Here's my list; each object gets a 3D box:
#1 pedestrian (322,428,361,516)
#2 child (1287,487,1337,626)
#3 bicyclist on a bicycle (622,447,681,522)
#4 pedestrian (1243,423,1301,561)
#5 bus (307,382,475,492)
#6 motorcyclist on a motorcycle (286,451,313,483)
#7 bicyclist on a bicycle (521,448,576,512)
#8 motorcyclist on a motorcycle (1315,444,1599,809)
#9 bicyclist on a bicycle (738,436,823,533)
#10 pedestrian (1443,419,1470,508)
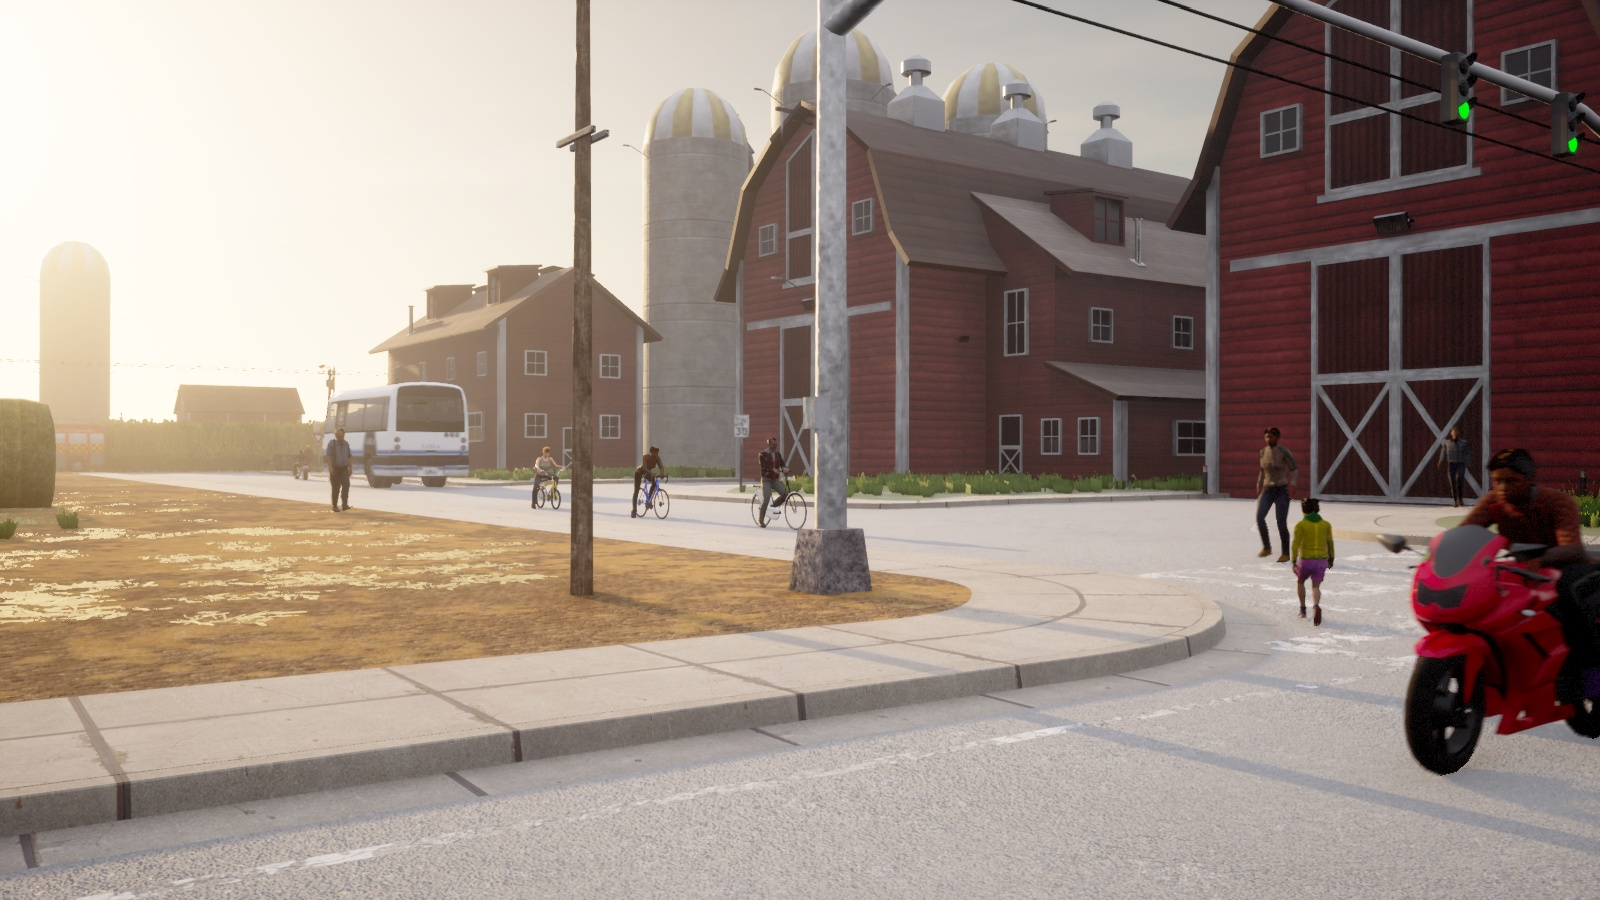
[{"bbox_3d":[-9.786,0.456,26.810,0.694,1.848,0.540,0,0,44],"label":"pedestrian"},{"bbox_3d":[4.445,0.911,10.916,0.299,1.160,0.473,0,0,8],"label":"child"},{"bbox_3d":[-3.331,0.747,28.083,0.582,1.620,1.656,0,0,-36],"label":"bicyclist on a bicycle"},{"bbox_3d":[6.297,0.548,16.752,0.869,1.805,0.328,0,0,-39],"label":"pedestrian"},{"bbox_3d":[-17.791,-0.485,54.037,3.944,4.253,10.273,0,0,-36],"label":"bus"},{"bbox_3d":[-26.109,0.884,65.534,0.766,1.649,2.350,0,0,-36],"label":"motorcyclist on a motorcycle"},{"bbox_3d":[-6.515,0.748,32.483,0.866,1.612,1.509,0,0,-36],"label":"bicyclist on a bicycle"},{"bbox_3d":[3.497,0.735,6.137,2.044,1.523,0.797,0,0,-33],"label":"motorcyclist on a motorcycle"},{"bbox_3d":[-0.399,0.641,24.027,0.659,1.776,1.843,-1,0,-36],"label":"bicyclist on a bicycle"},{"bbox_3d":[14.503,0.295,27.734,0.423,1.949,0.788,0,0,35],"label":"pedestrian"}]
